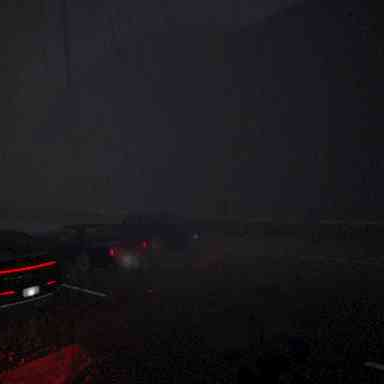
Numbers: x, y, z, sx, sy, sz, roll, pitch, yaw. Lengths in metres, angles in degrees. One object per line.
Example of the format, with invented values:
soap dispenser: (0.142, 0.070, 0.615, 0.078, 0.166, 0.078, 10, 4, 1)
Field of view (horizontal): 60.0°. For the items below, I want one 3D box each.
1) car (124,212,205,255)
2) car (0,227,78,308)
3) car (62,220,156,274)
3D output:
car: (-1.848, 1.572, 13.908, 5.008, 1.535, 1.882, 0, 0, 35)
car: (-4.915, 1.589, 7.498, 4.892, 1.490, 1.837, -1, 0, 35)
car: (-3.661, 1.693, 10.902, 4.718, 1.301, 1.895, -1, 0, 36)
